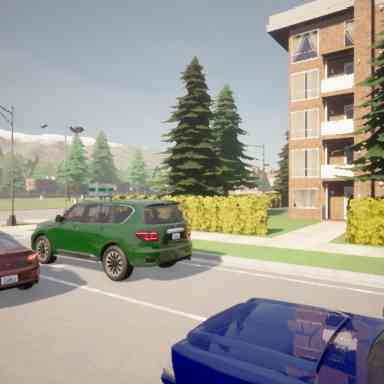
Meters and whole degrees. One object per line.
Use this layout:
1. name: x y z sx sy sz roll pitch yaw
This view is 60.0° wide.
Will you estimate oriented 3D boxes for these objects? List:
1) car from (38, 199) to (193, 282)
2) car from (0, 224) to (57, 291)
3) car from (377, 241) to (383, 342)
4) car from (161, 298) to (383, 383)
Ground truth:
1. car: -2.580 1.221 10.071 5.566 2.045 2.150 0 0 36
2. car: -5.385 1.526 7.779 4.674 1.442 1.812 0 0 36
3. car: 5.091 1.564 4.665 4.181 1.385 1.994 0 0 35
4. car: 2.054 1.601 2.531 4.718 1.301 1.895 0 0 35
